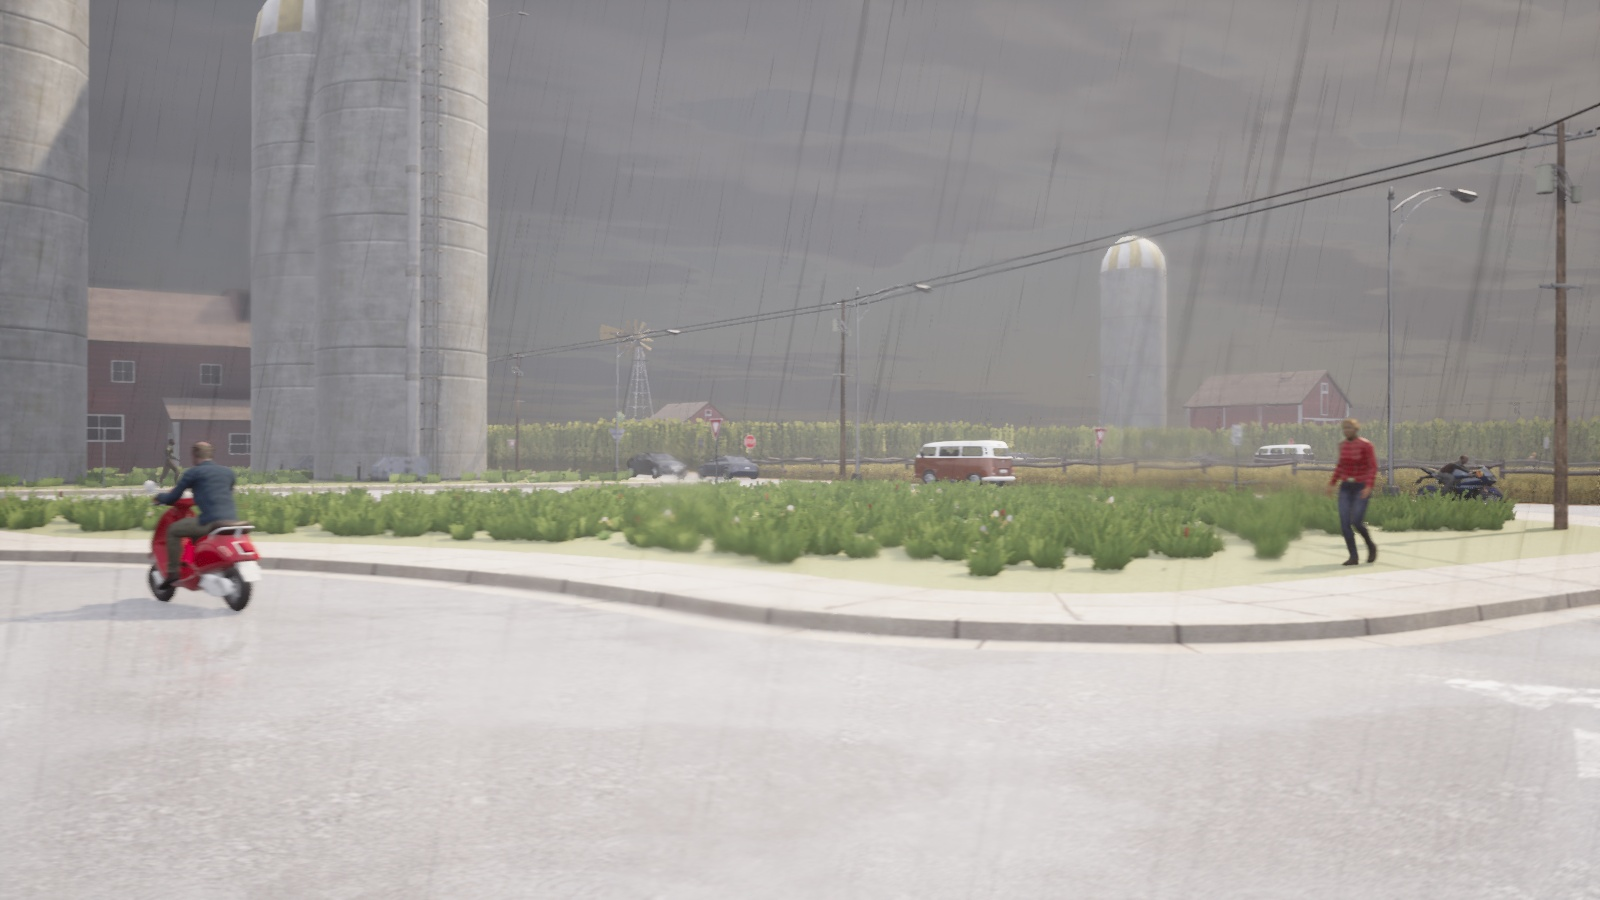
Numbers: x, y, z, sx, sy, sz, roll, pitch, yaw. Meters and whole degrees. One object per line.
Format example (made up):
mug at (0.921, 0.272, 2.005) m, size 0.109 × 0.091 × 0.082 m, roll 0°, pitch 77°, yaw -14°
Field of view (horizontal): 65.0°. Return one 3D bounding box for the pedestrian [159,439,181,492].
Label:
pedestrian at (-22.981, 0.561, 45.809) m, size 0.692 × 1.930 × 0.395 m, roll 0°, pitch 0°, yaw -32°

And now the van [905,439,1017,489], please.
van at (6.910, 0.589, 54.222) m, size 2.069 × 2.038 × 4.480 m, roll 1°, pitch 0°, yaw -44°

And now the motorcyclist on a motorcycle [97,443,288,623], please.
motorcyclist on a motorcycle at (-5.832, 0.740, 12.023) m, size 1.817 × 1.590 × 0.866 m, roll 0°, pitch 0°, yaw 35°

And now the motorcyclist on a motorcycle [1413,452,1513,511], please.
motorcyclist on a motorcycle at (17.771, 0.821, 33.697) m, size 0.866 × 1.530 × 2.191 m, roll 1°, pitch -1°, yaw -42°

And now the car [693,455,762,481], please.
car at (-4.140, 0.991, 70.932) m, size 1.994 × 1.385 × 4.181 m, roll 0°, pitch 0°, yaw -35°

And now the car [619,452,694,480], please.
car at (-8.104, 0.891, 70.549) m, size 2.128 × 1.511 × 4.902 m, roll 0°, pitch 0°, yaw -34°

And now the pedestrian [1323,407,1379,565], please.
pedestrian at (6.561, 0.423, 14.956) m, size 0.636 × 1.846 × 0.331 m, roll 0°, pitch 0°, yaw -36°
